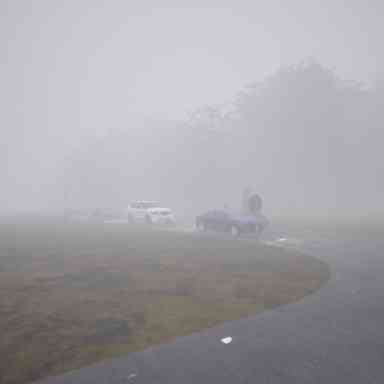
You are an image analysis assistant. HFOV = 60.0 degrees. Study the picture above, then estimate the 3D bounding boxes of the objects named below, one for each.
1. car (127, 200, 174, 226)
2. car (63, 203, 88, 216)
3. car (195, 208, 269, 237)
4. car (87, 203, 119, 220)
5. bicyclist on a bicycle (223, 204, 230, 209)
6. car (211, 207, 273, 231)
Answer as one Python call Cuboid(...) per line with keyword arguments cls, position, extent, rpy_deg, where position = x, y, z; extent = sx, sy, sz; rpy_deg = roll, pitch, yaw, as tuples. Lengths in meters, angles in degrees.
Cuboid(cls="car", position=(-3.754, 1.758, 28.852), extent=(2.150, 2.045, 5.566), rpy_deg=(-1, -1, -35))
Cuboid(cls="car", position=(-17.042, 2.578, 47.557), extent=(1.882, 1.535, 5.008), rpy_deg=(-1, -1, -35))
Cuboid(cls="car", position=(2.182, 1.780, 20.526), extent=(1.882, 1.535, 5.008), rpy_deg=(-1, -1, -35))
Cuboid(cls="car", position=(-9.787, 2.294, 37.305), extent=(1.837, 1.490, 4.892), rpy_deg=(-1, -1, -36))
Cuboid(cls="bicyclist on a bicycle", position=(3.051, 1.849, 29.610), extent=(1.656, 1.620, 0.582), rpy_deg=(0, -1, -36))
Cuboid(cls="car", position=(3.454, 1.868, 23.745), extent=(1.994, 1.385, 4.181), rpy_deg=(-1, -1, -35))
